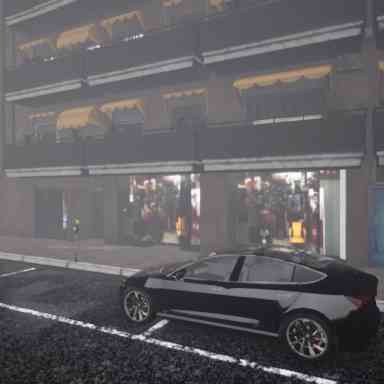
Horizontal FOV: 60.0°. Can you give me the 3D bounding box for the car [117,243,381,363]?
[{"bbox_3d":[0.765,1.566,5.665,4.313,1.339,1.947,0,0,27],"label":"car"}]
